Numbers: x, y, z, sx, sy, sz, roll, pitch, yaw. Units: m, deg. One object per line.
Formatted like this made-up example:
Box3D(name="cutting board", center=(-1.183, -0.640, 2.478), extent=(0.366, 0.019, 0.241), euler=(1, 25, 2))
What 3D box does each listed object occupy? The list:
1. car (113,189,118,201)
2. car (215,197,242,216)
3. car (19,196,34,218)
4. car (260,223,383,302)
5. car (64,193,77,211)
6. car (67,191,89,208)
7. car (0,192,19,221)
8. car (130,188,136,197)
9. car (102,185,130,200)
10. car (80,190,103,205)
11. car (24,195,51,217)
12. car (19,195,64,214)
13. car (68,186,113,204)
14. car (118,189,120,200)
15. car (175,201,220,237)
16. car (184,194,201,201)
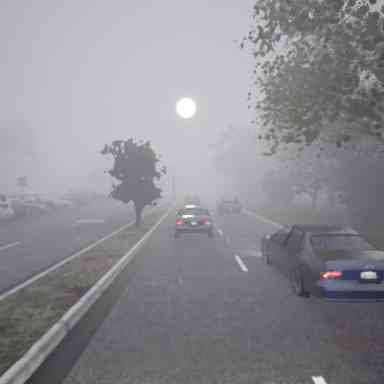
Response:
Box3D(name="car", center=(-13.682, 0.757, 47.093), extent=(5.366, 1.575, 1.946), euler=(-1, 1, -20))
Box3D(name="car", center=(3.074, 1.153, 28.536), extent=(2.128, 1.511, 4.902), euler=(0, 1, 0))
Box3D(name="car", center=(-13.874, 1.283, 23.001), extent=(4.792, 1.488, 2.163), euler=(-1, 1, -20))
Box3D(name="car", center=(3.093, 1.488, 8.346), extent=(2.033, 1.411, 5.357), euler=(0, 0, 0))
Box3D(name="car", center=(-13.854, 1.125, 32.025), extent=(4.674, 1.452, 2.002), euler=(-1, 1, -20))
Box3D(name="car", center=(-13.845, 1.021, 35.024), extent=(5.008, 1.535, 2.097), euler=(-1, 2, -20))
Box3D(name="car", center=(-13.876, 1.050, 19.998), extent=(5.566, 2.045, 2.435), euler=(-1, 1, -20))
Box3D(name="car", center=(-13.895, 0.319, 65.018), extent=(4.553, 1.767, 2.185), euler=(-1, 1, -20))
Box3D(name="car", center=(-13.886, 0.342, 56.004), extent=(5.566, 2.045, 2.435), euler=(-1, 1, -20))
Box3D(name="car", center=(-13.828, 0.919, 41.040), extent=(4.792, 1.488, 2.163), euler=(-1, 1, -20))
Box3D(name="car", center=(-13.852, 1.245, 26.026), extent=(4.674, 1.452, 2.002), euler=(-1, 1, -20))
Box3D(name="car", center=(-13.882, 1.020, 29.011), extent=(4.553, 1.767, 2.185), euler=(-1, 1, -20))
Box3D(name="car", center=(-13.834, 0.575, 44.037), extent=(5.566, 2.045, 2.435), euler=(-1, 1, -20))
Box3D(name="car", center=(-14.030, 0.706, 49.959), extent=(5.366, 1.575, 1.946), euler=(-1, 1, -20))
Box3D(name="car", center=(0.081, 1.395, 17.108), extent=(2.033, 1.411, 5.357), euler=(0, 1, 0))
Box3D(name="car", center=(0.061, 0.956, 41.233), extent=(1.994, 1.385, 4.181), euler=(0, 1, 0))
